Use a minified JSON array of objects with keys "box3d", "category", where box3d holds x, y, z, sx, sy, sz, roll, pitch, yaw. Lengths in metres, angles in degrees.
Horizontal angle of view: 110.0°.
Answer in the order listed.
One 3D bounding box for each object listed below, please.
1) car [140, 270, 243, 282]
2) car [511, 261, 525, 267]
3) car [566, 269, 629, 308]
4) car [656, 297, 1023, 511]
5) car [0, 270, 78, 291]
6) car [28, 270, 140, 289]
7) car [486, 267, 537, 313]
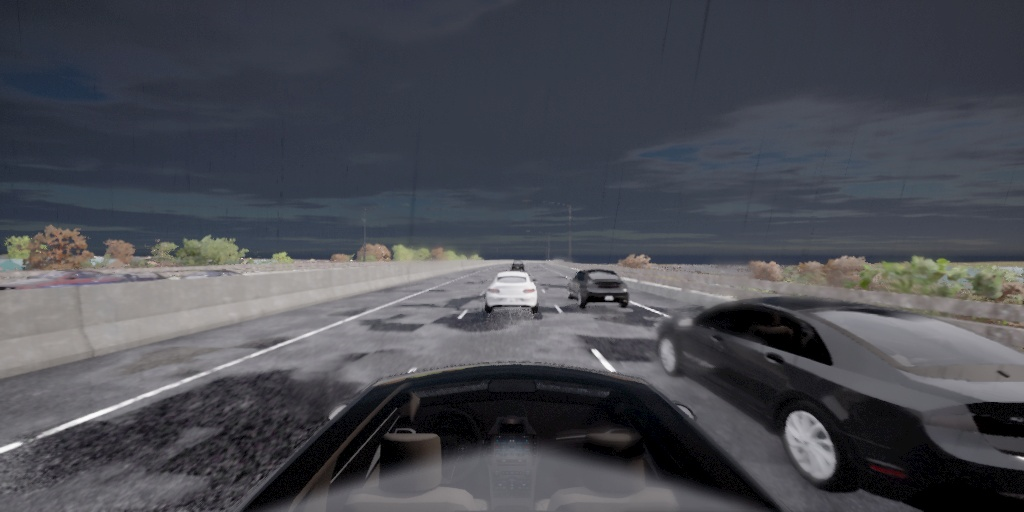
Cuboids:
[{"box3d":[-14.020,1.362,16.691,1.994,1.385,4.181,0,0,1],"category":"car"},{"box3d":[0.882,1.476,53.147,1.882,1.535,5.008,0,0,2],"category":"car"},{"box3d":[3.555,1.308,15.460,1.837,1.490,4.892,0,0,0],"category":"car"},{"box3d":[3.500,1.266,4.537,1.837,1.490,4.892,0,0,0],"category":"car"},{"box3d":[-21.018,1.358,16.910,1.994,1.385,4.181,0,0,1],"category":"car"},{"box3d":[-17.530,1.394,16.141,1.895,1.301,4.718,0,0,1],"category":"car"},{"box3d":[0.014,1.322,14.195,1.812,1.442,4.674,0,0,1],"category":"car"}]
